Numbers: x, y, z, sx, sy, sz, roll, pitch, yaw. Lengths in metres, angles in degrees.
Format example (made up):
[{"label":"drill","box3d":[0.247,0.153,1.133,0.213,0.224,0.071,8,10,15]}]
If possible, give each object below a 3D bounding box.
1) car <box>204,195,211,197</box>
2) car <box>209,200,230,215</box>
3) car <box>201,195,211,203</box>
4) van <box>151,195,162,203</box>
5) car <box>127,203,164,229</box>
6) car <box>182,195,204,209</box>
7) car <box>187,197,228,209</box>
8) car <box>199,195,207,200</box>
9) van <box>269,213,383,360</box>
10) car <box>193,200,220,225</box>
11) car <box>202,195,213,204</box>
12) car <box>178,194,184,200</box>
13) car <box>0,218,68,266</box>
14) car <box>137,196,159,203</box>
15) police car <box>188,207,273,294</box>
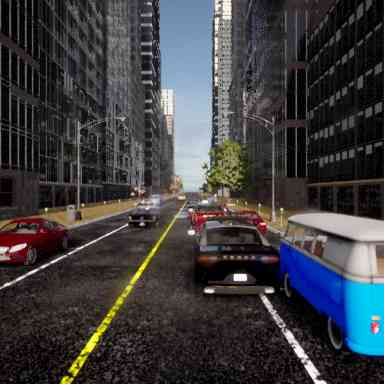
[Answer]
[{"label":"car","box3d":[2.838,1.544,45.636,2.008,1.369,4.403,0,0,0]},{"label":"car","box3d":[2.801,1.581,34.251,1.802,1.307,4.206,0,0,0]},{"label":"car","box3d":[2.911,1.401,68.405,1.967,1.590,4.097,0,0,0]},{"label":"van","box3d":[-5.524,1.328,51.359,1.690,1.788,3.998,0,0,0]},{"label":"car","box3d":[-2.931,1.600,21.814,1.895,1.301,4.718,0,0,0]},{"label":"car","box3d":[0.156,1.485,45.712,2.128,1.511,4.902,0,0,0]},{"label":"car","box3d":[0.911,1.351,18.776,2.097,1.767,4.553,0,0,0]},{"label":"car","box3d":[2.986,1.462,91.175,1.887,1.381,4.507,0,0,0]},{"label":"van","box3d":[2.709,1.341,5.789,1.690,1.788,3.998,0,0,0]},{"label":"car","box3d":[0.980,1.455,25.004,1.801,1.575,5.366,0,0,0]},{"label":"car","box3d":[2.893,1.410,62.713,1.967,1.590,4.097,0,0,0]},{"label":"car","box3d":[-2.716,1.275,88.329,2.097,1.767,4.553,0,0,0]},{"label":"car","box3d":[-5.654,1.582,11.511,1.802,1.307,4.206,0,0,0]},{"label":"car","box3d":[-5.562,1.548,39.974,2.008,1.369,4.403,0,0,0]},{"label":"police car","box3d":[0.928,1.425,8.924,1.930,1.638,5.238,0,0,0]}]
